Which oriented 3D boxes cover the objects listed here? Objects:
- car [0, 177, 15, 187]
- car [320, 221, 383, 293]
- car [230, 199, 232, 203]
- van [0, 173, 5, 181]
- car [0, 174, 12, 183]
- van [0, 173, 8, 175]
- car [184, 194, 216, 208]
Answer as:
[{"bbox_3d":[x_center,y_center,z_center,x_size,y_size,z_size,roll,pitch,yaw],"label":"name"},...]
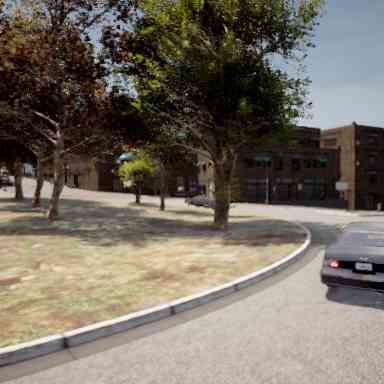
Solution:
[{"bbox_3d":[-37.592,-1.750,67.417,2.231,1.521,4.892,6,5,32],"label":"car"},{"bbox_3d":[4.718,1.475,8.559,2.033,1.411,5.357,0,0,33],"label":"car"},{"bbox_3d":[2.924,0.955,42.973,4.902,1.511,2.128,4,3,43],"label":"car"},{"bbox_3d":[-48.788,-3.661,81.675,1.878,1.987,4.442,6,5,32],"label":"van"},{"bbox_3d":[-45.018,-3.126,76.956,2.435,2.045,5.566,6,5,32],"label":"car"},{"bbox_3d":[-43.089,-2.824,74.690,1.878,1.987,4.442,6,5,32],"label":"van"},{"bbox_3d":[1.465,1.093,40.018,2.033,1.411,5.357,-1,3,-45],"label":"car"}]
